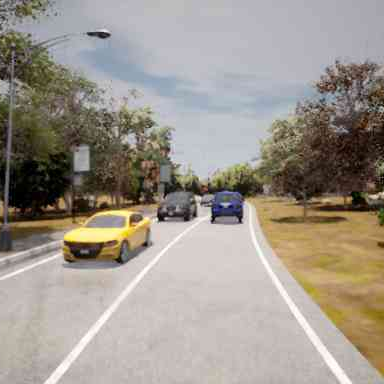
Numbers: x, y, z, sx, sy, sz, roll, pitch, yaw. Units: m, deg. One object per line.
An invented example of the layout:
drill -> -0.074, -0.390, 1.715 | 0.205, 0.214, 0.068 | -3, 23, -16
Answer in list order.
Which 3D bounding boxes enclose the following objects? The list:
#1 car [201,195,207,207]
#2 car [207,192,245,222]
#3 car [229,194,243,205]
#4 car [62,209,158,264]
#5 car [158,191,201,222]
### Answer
car -> 2.182, 1.057, 43.252 | 2.033, 1.411, 5.357 | 0, 1, 9
car -> 2.665, 1.008, 24.572 | 2.150, 2.045, 5.566 | 0, 1, 9
car -> 6.187, 1.042, 46.642 | 1.837, 1.490, 4.892 | 0, 0, 8
car -> -2.803, 1.426, 11.991 | 1.882, 1.535, 5.008 | 0, 0, 7
car -> -0.970, 1.023, 25.159 | 2.150, 2.045, 5.566 | 0, 2, 10
